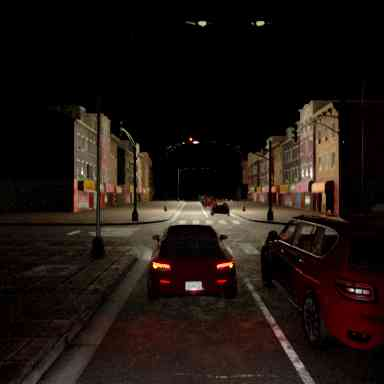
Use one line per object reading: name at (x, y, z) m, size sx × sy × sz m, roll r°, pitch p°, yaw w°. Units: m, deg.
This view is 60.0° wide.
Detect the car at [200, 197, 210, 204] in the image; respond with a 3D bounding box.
car at (2.726, 1.726, 70.629) m, size 1.802 × 1.307 × 4.206 m, roll 0°, pitch 0°, yaw 0°

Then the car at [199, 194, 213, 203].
car at (2.710, 1.405, 54.318) m, size 2.192 × 1.841 × 5.009 m, roll 1°, pitch 0°, yaw 0°

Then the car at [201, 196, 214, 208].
car at (2.702, 1.619, 48.880) m, size 1.887 × 1.381 × 4.507 m, roll 1°, pitch 0°, yaw 0°

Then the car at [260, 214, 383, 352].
car at (2.657, 1.318, 6.138) m, size 2.192 × 1.841 × 5.009 m, roll 1°, pitch 0°, yaw 0°

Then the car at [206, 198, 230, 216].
car at (2.684, 1.581, 32.568) m, size 1.887 × 1.381 × 4.507 m, roll 1°, pitch 0°, yaw 0°

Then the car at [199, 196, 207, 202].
car at (2.744, 1.777, 86.942) m, size 1.947 × 1.339 × 4.313 m, roll 0°, pitch 0°, yaw 0°

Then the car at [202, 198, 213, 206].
car at (2.714, 1.689, 59.755) m, size 1.802 × 1.307 × 4.206 m, roll 0°, pitch 0°, yaw 0°

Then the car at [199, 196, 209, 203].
car at (2.732, 1.716, 76.067) m, size 2.008 × 1.369 × 4.403 m, roll 0°, pitch 0°, yaw 0°

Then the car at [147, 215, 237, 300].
car at (-0.041, 1.530, 8.291) m, size 1.812 × 1.442 × 4.674 m, roll 0°, pitch 0°, yaw -2°

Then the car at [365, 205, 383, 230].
car at (13.566, 1.582, 20.717) m, size 4.674 × 1.442 × 1.812 m, roll 0°, pitch -1°, yaw 0°
